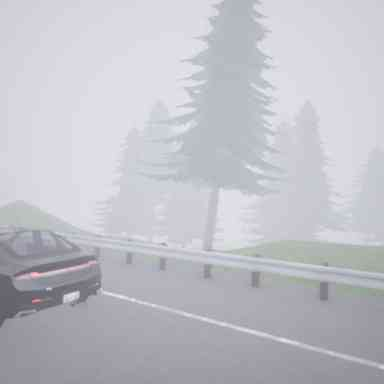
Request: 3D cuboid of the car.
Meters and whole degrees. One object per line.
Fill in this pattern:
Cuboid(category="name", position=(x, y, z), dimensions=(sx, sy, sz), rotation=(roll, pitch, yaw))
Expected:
Cuboid(category="car", position=(-3.926, 1.480, 6.791), dimensions=(4.902, 1.511, 2.128), rotation=(0, 0, 36))
